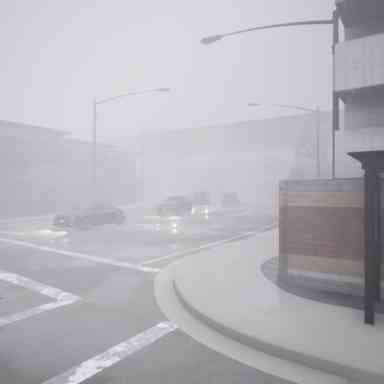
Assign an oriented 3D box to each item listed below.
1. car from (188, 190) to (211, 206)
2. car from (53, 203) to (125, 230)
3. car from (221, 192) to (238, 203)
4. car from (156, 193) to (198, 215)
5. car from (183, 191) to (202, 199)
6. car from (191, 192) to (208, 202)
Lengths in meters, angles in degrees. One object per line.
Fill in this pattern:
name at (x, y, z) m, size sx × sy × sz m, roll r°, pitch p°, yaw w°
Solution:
car at (0.980, 0.654, 37.828) m, size 2.097 × 1.767 × 4.553 m, roll 0°, pitch 1°, yaw 6°
car at (-5.864, 1.328, 19.368) m, size 1.994 × 1.385 × 4.181 m, roll 0°, pitch 1°, yaw 32°
car at (5.001, 0.674, 44.695) m, size 2.128 × 1.511 × 4.902 m, roll 0°, pitch 1°, yaw -1°
car at (-1.335, 1.067, 28.160) m, size 1.812 × 1.442 × 4.674 m, roll 0°, pitch 1°, yaw 20°
car at (0.019, 0.661, 64.041) m, size 1.837 × 1.490 × 4.892 m, roll 0°, pitch -1°, yaw -26°
car at (1.052, 0.738, 48.863) m, size 1.895 × 1.301 × 4.718 m, roll 0°, pitch 0°, yaw -8°
